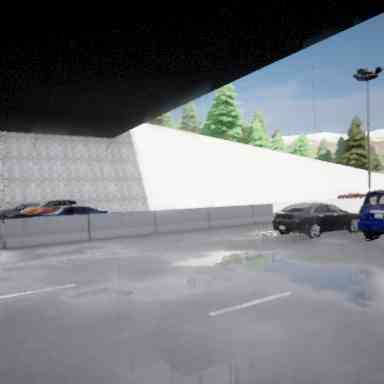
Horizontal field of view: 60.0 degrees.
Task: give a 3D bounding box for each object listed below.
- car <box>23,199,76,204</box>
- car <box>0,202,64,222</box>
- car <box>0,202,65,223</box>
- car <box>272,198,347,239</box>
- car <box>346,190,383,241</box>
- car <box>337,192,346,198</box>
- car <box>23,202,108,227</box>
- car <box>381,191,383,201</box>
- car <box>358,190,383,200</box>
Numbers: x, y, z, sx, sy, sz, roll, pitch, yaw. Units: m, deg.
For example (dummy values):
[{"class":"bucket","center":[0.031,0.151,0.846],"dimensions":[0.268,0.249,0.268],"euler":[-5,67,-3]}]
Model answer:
[{"class":"car","center":[-10.897,1.394,25.890],"dimensions":[4.553,1.767,2.097],"euler":[-2,1,-33]},{"class":"car","center":[-13.889,1.642,28.130],"dimensions":[5.357,1.411,2.033],"euler":[-2,1,-33]},{"class":"car","center":[-9.944,1.651,22.343],"dimensions":[4.718,1.301,1.895],"euler":[-2,1,-33]},{"class":"car","center":[5.918,1.231,15.633],"dimensions":[4.892,1.490,1.837],"euler":[-2,1,-33]},{"class":"car","center":[9.015,0.892,13.461],"dimensions":[5.566,2.045,2.150],"euler":[-2,1,-33]},{"class":"car","center":[25.324,0.535,53.090],"dimensions":[4.718,1.301,1.895],"euler":[-2,1,-33]},{"class":"car","center":[-7.264,1.532,19.903],"dimensions":[4.674,1.442,1.812],"euler":[-2,1,-33]},{"class":"car","center":[29.101,0.501,47.196],"dimensions":[4.718,1.301,1.895],"euler":[-2,1,-33]},{"class":"car","center":[27.235,0.453,50.157],"dimensions":[4.674,1.442,1.812],"euler":[-2,1,-33]}]
